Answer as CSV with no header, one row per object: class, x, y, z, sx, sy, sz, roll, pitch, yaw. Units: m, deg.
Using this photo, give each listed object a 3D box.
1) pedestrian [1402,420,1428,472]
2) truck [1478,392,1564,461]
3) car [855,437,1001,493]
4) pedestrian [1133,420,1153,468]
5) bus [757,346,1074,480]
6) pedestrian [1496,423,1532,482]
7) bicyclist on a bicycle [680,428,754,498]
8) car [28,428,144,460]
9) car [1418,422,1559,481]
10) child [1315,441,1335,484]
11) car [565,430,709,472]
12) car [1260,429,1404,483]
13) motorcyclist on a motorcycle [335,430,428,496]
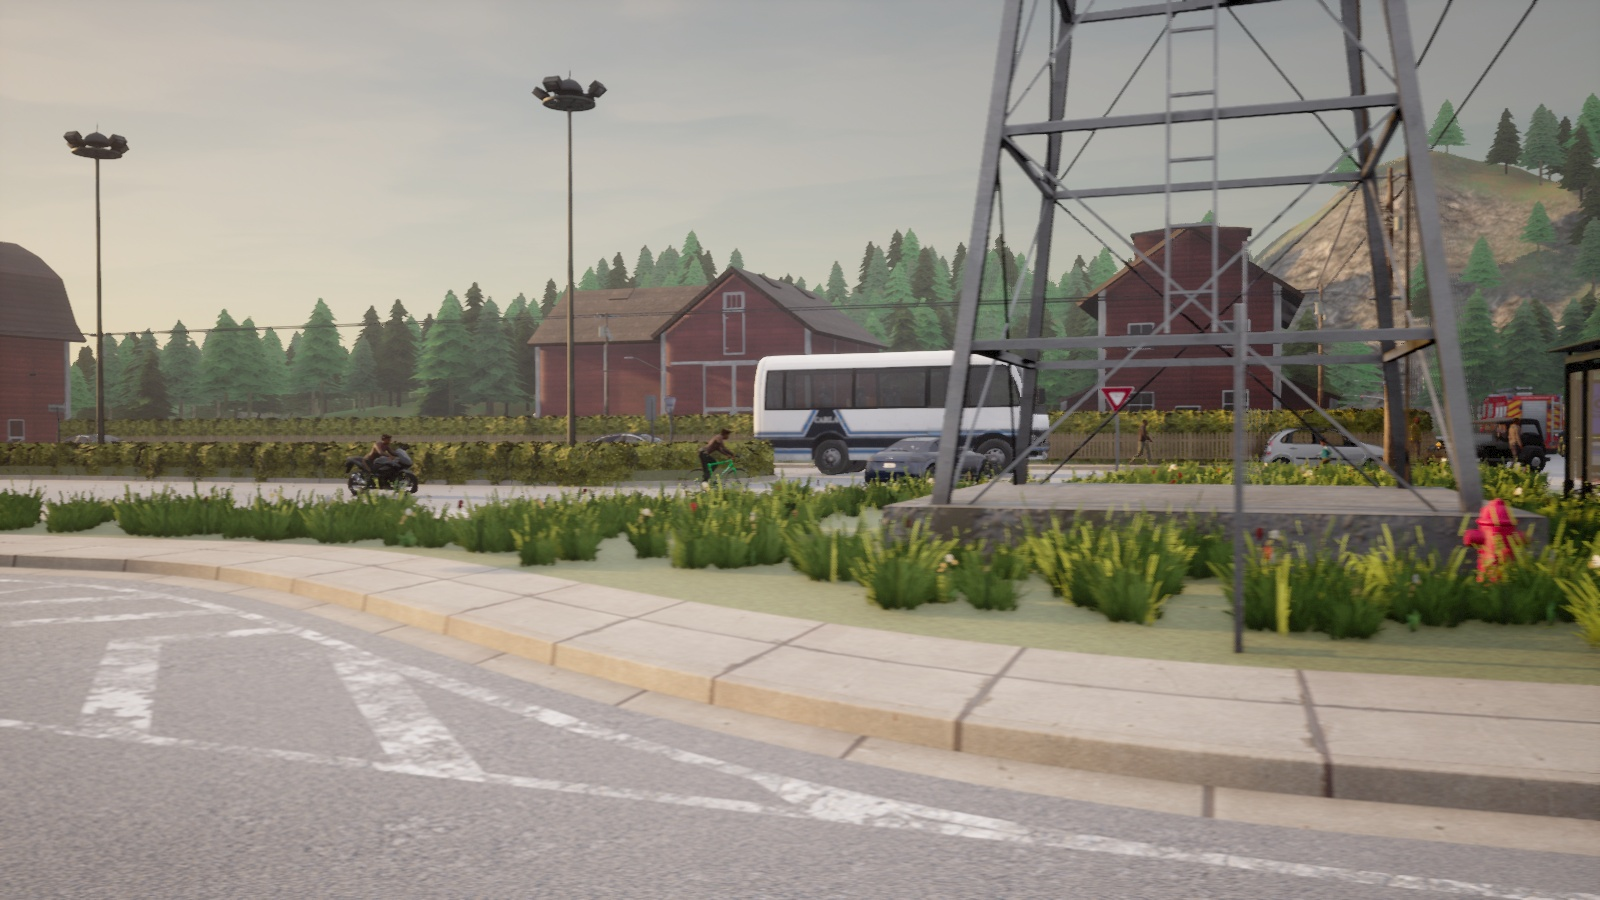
pedestrian,22.064,-0.158,45.055,0.370,1.835,0.726,0,1,-37
truck,42.129,-1.364,73.653,2.891,3.827,8.468,1,1,20
car,3.518,0.362,33.940,1.994,1.385,4.181,1,1,38
pedestrian,13.195,-0.241,48.270,0.703,1.840,0.431,1,1,19
bus,4.012,-1.228,43.488,10.273,4.253,3.944,0,1,19
pedestrian,21.988,0.073,38.687,0.869,1.805,0.328,0,1,9
bicyclist on a bicycle,-1.963,0.298,29.780,1.656,1.620,0.582,0,1,-14
car,-34.511,-0.305,60.711,4.902,1.511,2.128,1,1,19
car,22.906,0.037,41.831,3.866,1.878,1.905,0,1,-15
child,14.867,0.348,35.573,0.448,1.192,0.343,0,1,13
car,-6.100,0.012,47.049,4.902,1.511,2.128,1,1,19
car,16.494,0.160,39.146,3.988,1.617,1.851,0,1,18
motorcyclist on a motorcycle,-10.057,0.293,30.171,2.044,1.523,0.797,1,1,18
